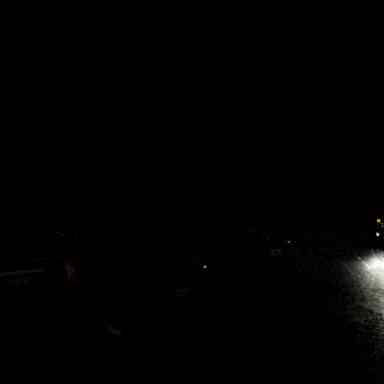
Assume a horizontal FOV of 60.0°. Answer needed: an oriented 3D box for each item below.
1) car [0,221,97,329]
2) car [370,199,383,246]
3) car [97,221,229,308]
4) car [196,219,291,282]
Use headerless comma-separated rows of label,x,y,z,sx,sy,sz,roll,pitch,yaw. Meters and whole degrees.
car,-3.820,1.357,6.683,2.185,1.767,4.553,0,0,-35
car,9.385,1.332,14.999,2.150,2.045,5.566,1,-2,29
car,-1.552,1.516,8.301,2.163,1.488,4.792,0,0,-35
car,0.681,1.519,9.964,2.163,1.488,4.792,0,0,-35
